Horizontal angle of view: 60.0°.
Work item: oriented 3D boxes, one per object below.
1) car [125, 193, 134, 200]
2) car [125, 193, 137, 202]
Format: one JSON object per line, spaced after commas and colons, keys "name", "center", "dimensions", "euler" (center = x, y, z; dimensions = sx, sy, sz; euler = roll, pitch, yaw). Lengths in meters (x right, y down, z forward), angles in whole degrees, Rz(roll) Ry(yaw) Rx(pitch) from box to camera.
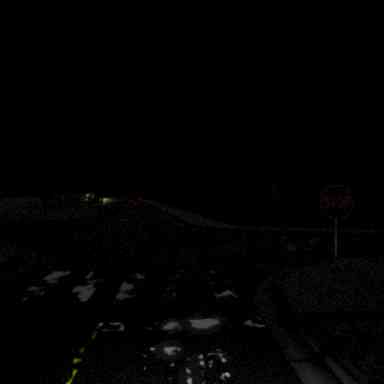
{"name": "car", "center": [-13.547, 0.926, 72.017], "dimensions": [1.837, 1.490, 4.892], "euler": [0, 0, -12]}
{"name": "car", "center": [-11.300, 1.089, 61.841], "dimensions": [1.882, 1.535, 5.008], "euler": [0, 0, -12]}
